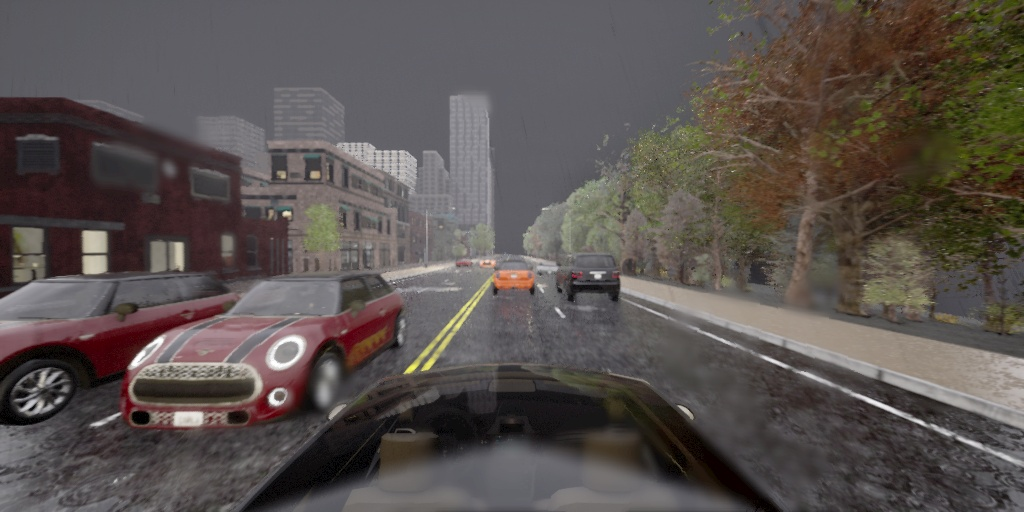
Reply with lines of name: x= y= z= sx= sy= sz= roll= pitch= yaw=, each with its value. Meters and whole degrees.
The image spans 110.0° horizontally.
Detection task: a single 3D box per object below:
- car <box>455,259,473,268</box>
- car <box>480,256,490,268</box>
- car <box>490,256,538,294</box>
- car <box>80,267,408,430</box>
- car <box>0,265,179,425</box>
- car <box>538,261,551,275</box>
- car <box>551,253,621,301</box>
car: x=-6.545 y=1.014 z=49.184 sx=1.895 sy=1.301 sz=4.718 roll=0 pitch=0 yaw=1
car: x=-3.290 y=0.761 z=49.819 sx=2.097 sy=1.767 sz=4.553 roll=0 pitch=0 yaw=1
car: x=0.101 y=0.978 z=19.413 sx=2.097 sy=1.767 sz=4.553 roll=0 pitch=0 yaw=0
car: x=-3.335 y=1.073 z=5.946 sx=2.097 sy=1.767 sz=4.553 roll=0 pitch=0 yaw=0
car: x=-6.587 y=1.075 z=5.658 sx=2.097 sy=1.767 sz=4.553 roll=0 pitch=0 yaw=0
car: x=3.327 y=1.125 z=33.819 sx=1.895 sy=1.301 sz=4.718 roll=0 pitch=0 yaw=0
car: x=3.355 y=0.868 z=16.712 sx=2.150 sy=2.045 sz=5.566 roll=0 pitch=0 yaw=0
